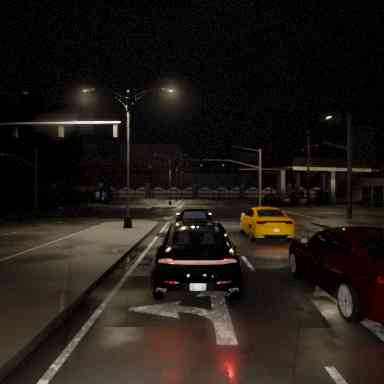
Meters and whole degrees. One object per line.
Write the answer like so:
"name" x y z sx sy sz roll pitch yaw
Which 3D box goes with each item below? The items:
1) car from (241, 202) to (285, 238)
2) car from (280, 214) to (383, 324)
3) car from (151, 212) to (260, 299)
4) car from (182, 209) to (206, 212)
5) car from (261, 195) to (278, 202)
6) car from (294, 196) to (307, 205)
"car" 3.610 1.478 16.657 1.882 1.535 5.008 0 0 0
"car" 3.603 1.478 7.238 1.882 1.535 5.008 0 0 0
"car" 0.104 1.492 8.399 2.128 1.511 4.902 0 0 0
"car" 0.108 1.564 17.433 1.994 1.385 4.181 0 0 -1
"car" 13.240 1.295 56.738 2.242 1.667 4.611 0 0 0
"car" 18.986 1.456 57.497 1.970 1.475 3.806 0 0 0
